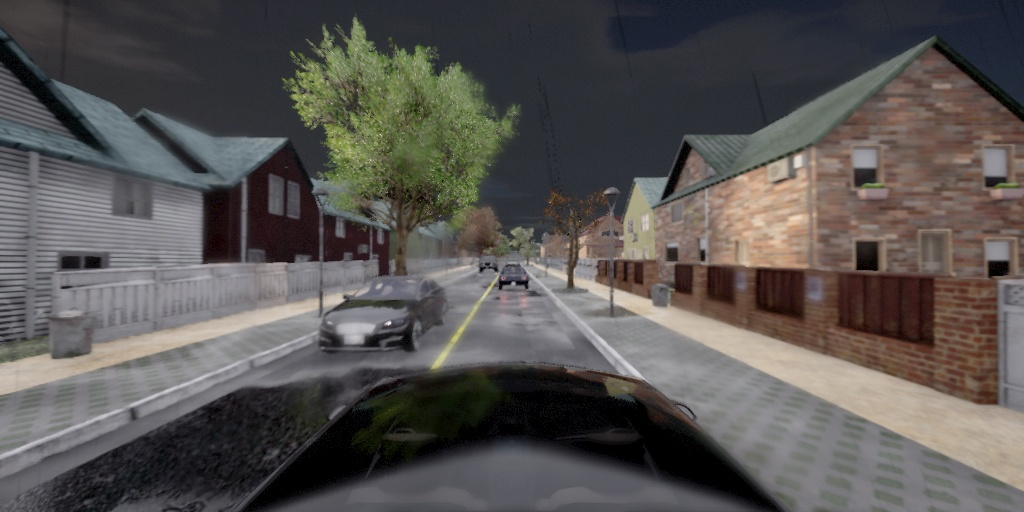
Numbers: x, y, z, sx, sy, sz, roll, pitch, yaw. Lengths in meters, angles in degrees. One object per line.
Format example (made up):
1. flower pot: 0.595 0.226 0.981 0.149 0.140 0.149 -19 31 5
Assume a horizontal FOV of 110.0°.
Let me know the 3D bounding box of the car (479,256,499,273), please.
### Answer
1. car: -2.830 0.982 44.293 2.150 2.045 5.566 0 0 0

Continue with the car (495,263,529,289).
1. car: 0.104 1.353 23.356 1.895 1.301 4.718 0 0 0

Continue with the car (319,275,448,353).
1. car: -2.832 1.242 8.906 2.128 1.511 4.902 0 0 0

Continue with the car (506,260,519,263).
1. car: 0.100 1.234 41.465 1.882 1.535 5.008 0 0 0
